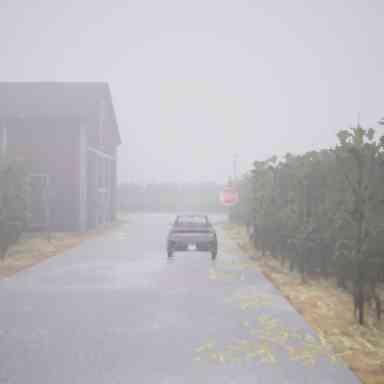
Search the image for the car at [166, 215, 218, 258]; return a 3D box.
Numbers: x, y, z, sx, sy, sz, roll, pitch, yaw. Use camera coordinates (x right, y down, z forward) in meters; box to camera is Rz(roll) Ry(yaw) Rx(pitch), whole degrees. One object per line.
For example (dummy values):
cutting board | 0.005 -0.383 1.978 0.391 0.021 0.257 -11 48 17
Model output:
car | 0.014 1.673 13.502 2.128 1.511 4.902 0 0 0
